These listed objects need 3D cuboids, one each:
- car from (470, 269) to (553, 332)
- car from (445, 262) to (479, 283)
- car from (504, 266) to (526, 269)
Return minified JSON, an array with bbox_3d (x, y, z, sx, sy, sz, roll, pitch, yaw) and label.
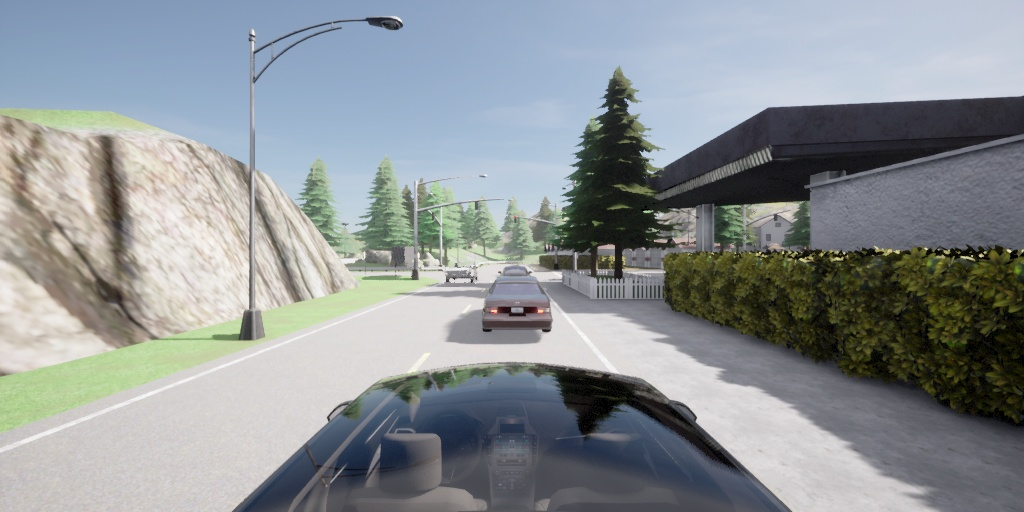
[{"bbox_3d":[0.135,1.297,10.801,2.033,1.411,5.357,0,0,0],"label":"car"},{"bbox_3d":[-3.401,1.063,24.993,1.895,1.301,4.718,0,0,0],"label":"car"},{"bbox_3d":[0.180,1.276,20.387,1.812,1.442,4.674,0,0,0],"label":"car"}]
